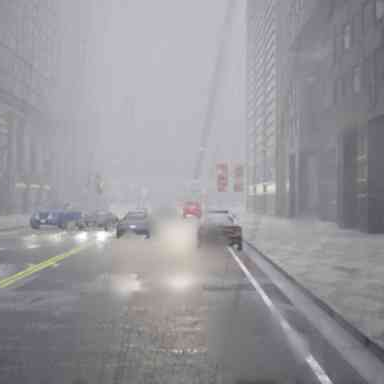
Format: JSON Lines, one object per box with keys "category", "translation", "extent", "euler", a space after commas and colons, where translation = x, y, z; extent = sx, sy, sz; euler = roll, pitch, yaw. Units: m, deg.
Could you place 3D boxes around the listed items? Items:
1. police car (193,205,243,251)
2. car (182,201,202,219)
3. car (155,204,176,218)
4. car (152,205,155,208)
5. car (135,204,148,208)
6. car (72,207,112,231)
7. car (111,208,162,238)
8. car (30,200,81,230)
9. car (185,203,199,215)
{"category": "police car", "translation": [1.139, 1.637, 15.375], "extent": [1.930, 1.638, 5.238], "euler": [0, -1, 0]}
{"category": "car", "translation": [0.040, 2.027, 38.880], "extent": [2.150, 2.045, 5.566], "euler": [0, -2, 1]}
{"category": "car", "translation": [-3.146, 2.379, 41.251], "extent": [1.837, 1.490, 4.892], "euler": [0, -2, 0]}
{"category": "car", "translation": [-6.512, 3.033, 64.554], "extent": [2.097, 1.767, 4.553], "euler": [0, -2, 0]}
{"category": "car", "translation": [-9.757, 3.035, 64.535], "extent": [2.097, 1.767, 4.553], "euler": [0, -2, 0]}
{"category": "car", "translation": [-6.595, 1.951, 23.634], "extent": [1.994, 1.385, 4.181], "euler": [0, -1, 0]}
{"category": "car", "translation": [-3.148, 1.857, 19.665], "extent": [1.994, 1.385, 4.181], "euler": [0, -1, 0]}
{"category": "car", "translation": [-9.846, 1.639, 24.734], "extent": [2.150, 2.045, 5.566], "euler": [0, -2, 0]}
{"category": "car", "translation": [0.004, 2.552, 51.871], "extent": [2.097, 1.767, 4.553], "euler": [0, -2, 0]}
